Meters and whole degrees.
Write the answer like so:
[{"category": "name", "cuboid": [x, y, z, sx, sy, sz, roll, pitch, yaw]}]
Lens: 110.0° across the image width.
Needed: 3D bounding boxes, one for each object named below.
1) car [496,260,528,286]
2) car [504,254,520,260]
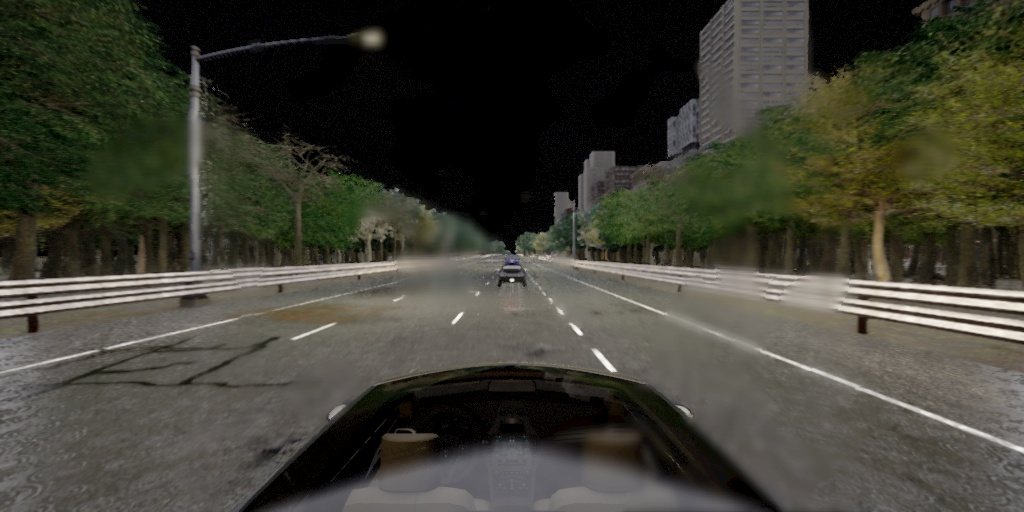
[{"category": "car", "cuboid": [0.007, 1.252, 24.934, 1.837, 1.490, 4.892, 0, 0, 0]}, {"category": "car", "cuboid": [0.013, 0.920, 55.770, 2.150, 2.045, 5.566, 0, 0, 0]}]
